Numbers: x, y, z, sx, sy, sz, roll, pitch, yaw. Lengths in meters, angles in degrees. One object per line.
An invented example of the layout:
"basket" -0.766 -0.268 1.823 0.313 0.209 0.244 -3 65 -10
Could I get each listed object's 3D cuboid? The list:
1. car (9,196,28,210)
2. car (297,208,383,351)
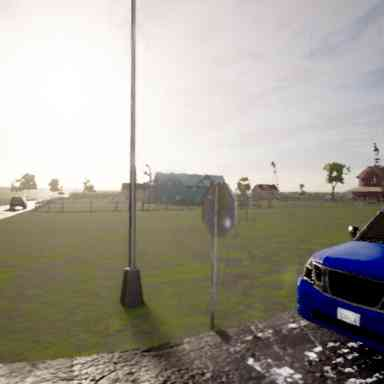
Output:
"car" -27.756 1.728 53.404 2.150 2.045 5.566 1 -1 -20
"car" 4.269 1.200 5.656 5.566 2.045 2.150 0 1 -33
